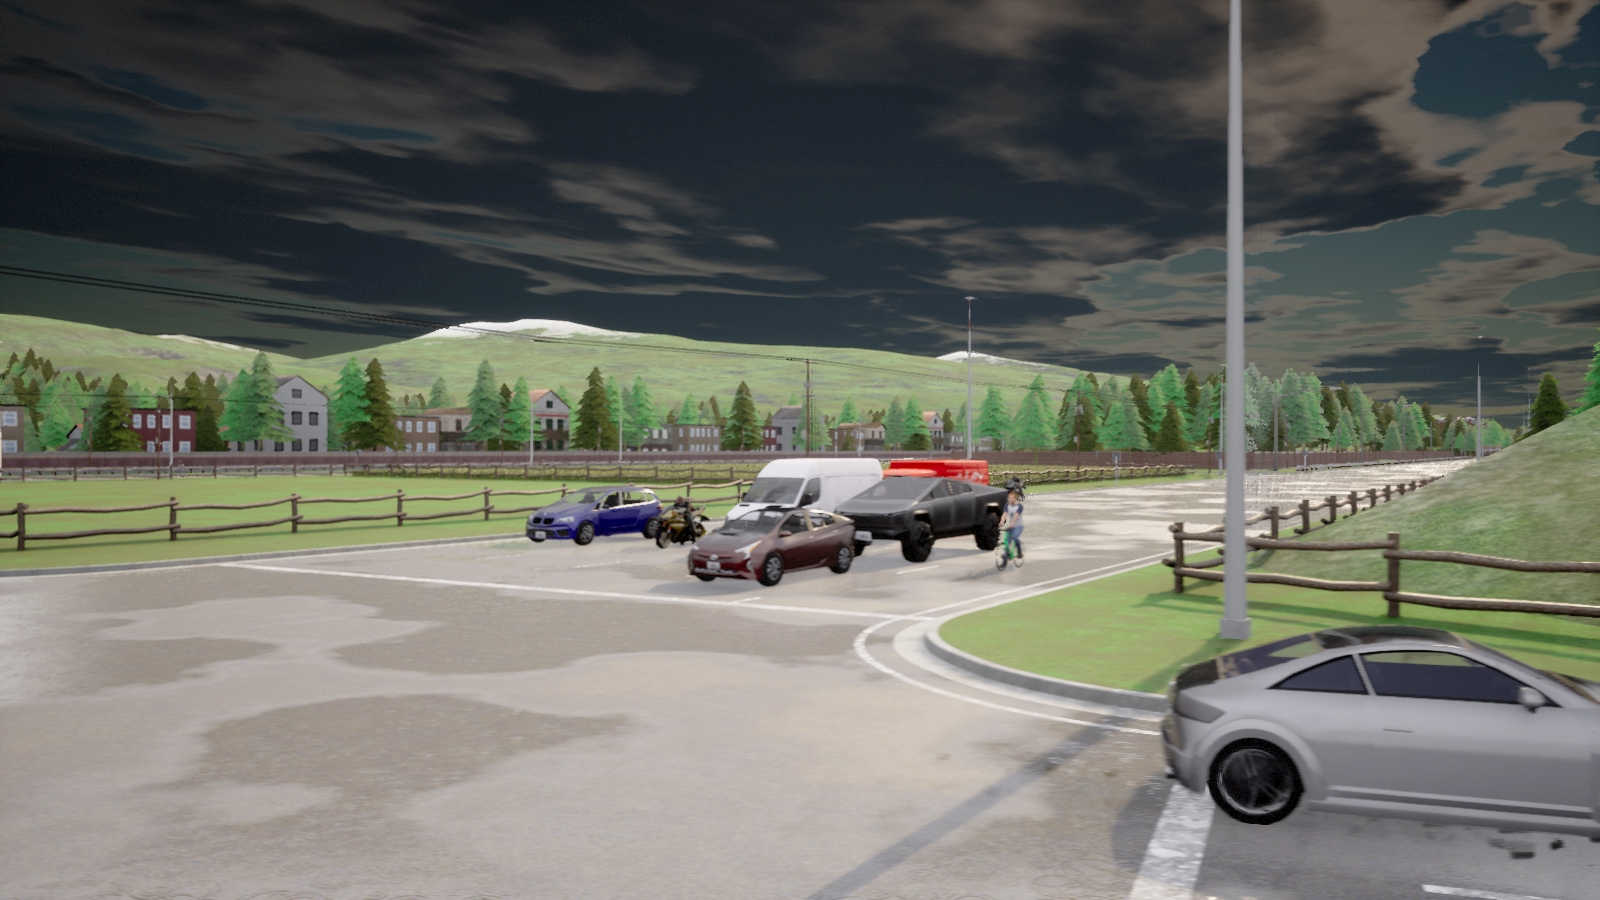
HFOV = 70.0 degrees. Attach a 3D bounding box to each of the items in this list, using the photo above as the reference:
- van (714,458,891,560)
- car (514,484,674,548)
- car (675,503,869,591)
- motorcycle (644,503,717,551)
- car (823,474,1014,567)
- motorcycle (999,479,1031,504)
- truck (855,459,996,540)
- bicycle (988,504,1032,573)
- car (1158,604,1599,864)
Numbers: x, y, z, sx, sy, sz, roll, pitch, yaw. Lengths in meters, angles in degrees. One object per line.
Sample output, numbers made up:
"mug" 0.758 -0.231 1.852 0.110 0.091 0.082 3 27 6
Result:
"van" 0.214 1.532 32.320 1.988 2.561 5.915 0 0 35
"car" -6.267 1.963 35.240 2.242 1.667 4.611 0 0 35
"car" -0.502 2.038 25.077 2.007 1.525 4.514 0 0 34
"motorcycle" -3.440 2.202 33.177 0.867 1.251 2.209 0 0 35
"car" 3.332 1.753 30.667 2.390 2.098 6.274 0 0 35
"motorcycle" 11.487 2.205 60.985 0.867 1.251 2.209 0 0 35
"truck" 4.305 1.565 38.421 2.627 2.467 5.204 0 0 34
"bicycle" 4.955 2.056 26.852 0.373 1.496 1.643 0 0 35
"car" 5.016 2.120 8.954 4.181 1.385 1.994 0 0 19
